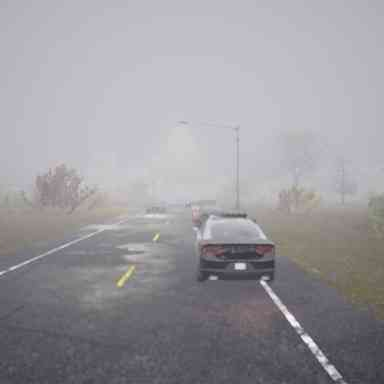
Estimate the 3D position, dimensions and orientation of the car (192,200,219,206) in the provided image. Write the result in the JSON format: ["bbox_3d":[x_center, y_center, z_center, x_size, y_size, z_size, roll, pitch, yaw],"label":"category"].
[{"bbox_3d":[1.053,1.474,19.727,1.837,1.490,4.892,0,0,0],"label":"car"}]

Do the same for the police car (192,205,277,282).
[{"bbox_3d":[1.052,1.412,9.835,1.930,1.638,5.238,0,0,0],"label":"police car"}]

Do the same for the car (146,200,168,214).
[{"bbox_3d":[-3.588,1.494,34.470,1.994,1.385,4.181,0,0,0],"label":"car"}]

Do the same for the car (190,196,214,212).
[{"bbox_3d":[1.054,1.305,25.698,2.097,1.767,4.553,0,0,0],"label":"car"}]

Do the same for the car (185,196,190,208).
[{"bbox_3d":[0.033,1.495,46.137,1.895,1.301,4.718,0,0,0],"label":"car"}]

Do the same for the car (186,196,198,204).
[{"bbox_3d":[0.004,1.389,60.121,2.033,1.411,5.357,0,0,0],"label":"car"}]

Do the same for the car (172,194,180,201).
[{"bbox_3d":[-3.709,1.182,76.669,2.128,1.511,4.902,0,0,-1],"label":"car"}]
